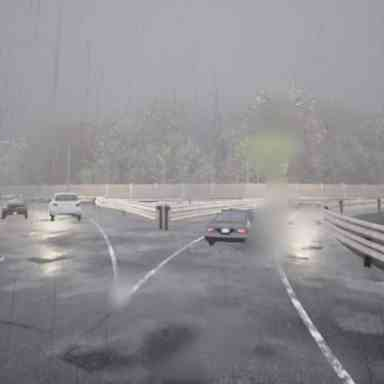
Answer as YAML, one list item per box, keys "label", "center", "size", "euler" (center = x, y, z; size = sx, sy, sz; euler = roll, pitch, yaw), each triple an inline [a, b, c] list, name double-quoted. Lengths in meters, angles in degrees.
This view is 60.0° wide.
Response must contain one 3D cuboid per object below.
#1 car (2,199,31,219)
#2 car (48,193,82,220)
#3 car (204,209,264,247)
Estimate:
- label: "car"
  center: [-14.528, 1.357, 27.479]
  size: [1.837, 1.490, 4.892]
  euler: [0, 0, -26]
- label: "car"
  center: [-10.131, 1.083, 26.491]
  size: [2.150, 2.045, 5.566]
  euler: [0, 0, -24]
- label: "car"
  center: [2.021, 1.478, 14.808]
  size: [2.033, 1.411, 5.357]
  euler: [0, 0, 18]
